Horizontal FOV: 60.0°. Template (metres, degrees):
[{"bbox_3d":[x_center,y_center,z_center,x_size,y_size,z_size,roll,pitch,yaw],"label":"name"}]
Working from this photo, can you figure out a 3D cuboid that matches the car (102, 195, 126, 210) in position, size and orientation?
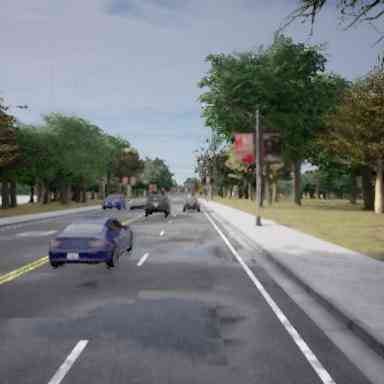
[{"bbox_3d":[-10.013,1.350,43.220,2.150,2.045,5.566,0,-1,0],"label":"car"}]

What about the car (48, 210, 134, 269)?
[{"bbox_3d":[-3.164,1.544,11.127,1.812,1.442,4.674,0,0,0],"label":"car"}]

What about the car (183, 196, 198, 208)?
[{"bbox_3d":[-0.250,1.513,50.877,2.097,1.767,4.553,0,0,-1],"label":"car"}]

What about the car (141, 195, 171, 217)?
[{"bbox_3d":[-3.265,1.305,32.417,2.150,2.045,5.566,0,0,-1],"label":"car"}]

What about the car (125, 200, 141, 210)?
[{"bbox_3d":[-6.770,1.671,42.759,2.033,1.411,5.357,0,0,0],"label":"car"}]

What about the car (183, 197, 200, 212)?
[{"bbox_3d":[-0.065,1.468,40.906,2.097,1.767,4.553,0,0,0],"label":"car"}]
